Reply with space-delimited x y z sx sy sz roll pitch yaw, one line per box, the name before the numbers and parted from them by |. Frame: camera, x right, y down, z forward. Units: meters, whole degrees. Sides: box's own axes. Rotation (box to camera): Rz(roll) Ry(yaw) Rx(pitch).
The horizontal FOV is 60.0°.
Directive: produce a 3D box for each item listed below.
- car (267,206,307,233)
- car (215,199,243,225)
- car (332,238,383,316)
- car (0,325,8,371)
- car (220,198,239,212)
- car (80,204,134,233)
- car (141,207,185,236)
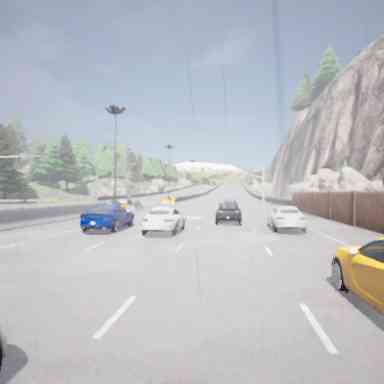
car | 5.701 1.577 20.265 1.812 1.442 4.674 0 0 7
car | 2.722 1.534 24.770 2.128 1.511 4.902 0 0 7
car | 4.102 1.505 5.926 1.882 1.535 5.008 0 0 5
car | -3.185 1.512 2.024 1.812 1.442 4.674 0 0 3
car | 4.611 1.563 40.672 2.128 1.511 4.902 0 0 7
car | -4.904 1.476 19.856 1.882 1.535 5.008 0 0 7
car | -1.529 1.540 18.580 1.812 1.442 4.674 0 0 7
